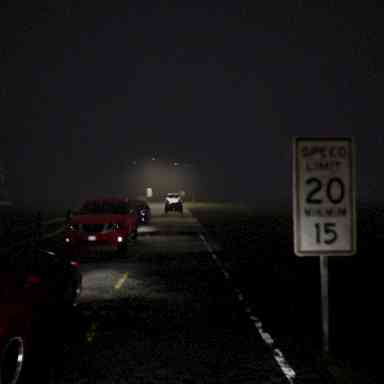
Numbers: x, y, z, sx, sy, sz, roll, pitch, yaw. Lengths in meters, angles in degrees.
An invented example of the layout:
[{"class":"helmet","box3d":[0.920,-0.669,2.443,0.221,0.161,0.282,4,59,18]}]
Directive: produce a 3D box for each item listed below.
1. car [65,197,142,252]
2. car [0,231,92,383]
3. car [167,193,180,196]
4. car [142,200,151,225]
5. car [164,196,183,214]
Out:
[{"class":"car","box3d":[-3.614,1.243,14.284,2.150,2.045,5.566,0,0,-3]},{"class":"car","box3d":[-3.078,1.586,4.941,1.994,1.385,4.181,0,0,-3]},{"class":"car","box3d":[-2.607,1.209,47.167,2.150,2.045,5.566,0,0,-3]},{"class":"car","box3d":[-4.152,1.373,24.179,2.097,1.767,4.553,0,0,-3]},{"class":"car","box3d":[-1.935,1.486,35.320,2.128,1.511,4.902,0,0,-3]}]
